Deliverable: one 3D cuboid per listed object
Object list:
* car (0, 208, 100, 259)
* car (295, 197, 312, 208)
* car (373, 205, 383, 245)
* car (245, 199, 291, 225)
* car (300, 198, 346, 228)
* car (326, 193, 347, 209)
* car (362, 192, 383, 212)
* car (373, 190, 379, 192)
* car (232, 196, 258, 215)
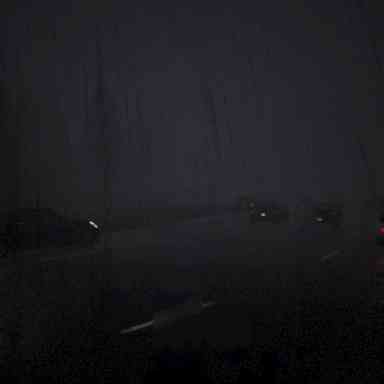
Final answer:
[{"bbox_3d":[-5.943,1.380,12.916,4.553,1.767,2.097,-1,0,-41],"label":"car"},{"bbox_3d":[13.754,1.222,40.309,1.895,1.301,4.718,-1,0,25],"label":"car"},{"bbox_3d":[8.834,1.414,13.854,1.895,1.301,4.718,-1,0,33],"label":"car"},{"bbox_3d":[5.415,1.385,22.745,1.994,1.385,4.181,-1,0,27],"label":"car"},{"bbox_3d":[8.184,1.318,20.471,1.812,1.442,4.674,-1,0,28],"label":"car"},{"bbox_3d":[16.343,0.949,37.595,2.097,1.767,4.553,-1,0,25],"label":"car"},{"bbox_3d":[17.780,1.079,32.359,1.882,1.535,5.008,-1,0,25],"label":"car"},{"bbox_3d":[39.379,0.452,71.073,2.097,1.767,4.553,-1,0,25],"label":"car"},{"bbox_3d":[5.251,1.140,30.357,2.097,1.767,4.553,-1,0,25],"label":"car"}]
